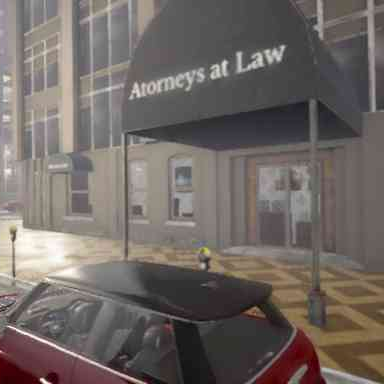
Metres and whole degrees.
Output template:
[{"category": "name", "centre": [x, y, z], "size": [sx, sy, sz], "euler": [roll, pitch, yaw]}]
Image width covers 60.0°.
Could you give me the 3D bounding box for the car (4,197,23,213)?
[{"category": "car", "centre": [-17.423, 1.235, 36.006], "size": [5.009, 1.841, 2.192], "euler": [-1, 0, -43]}]

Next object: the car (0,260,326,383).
[{"category": "car", "centre": [-0.897, 1.441, 3.377], "size": [4.097, 1.590, 1.967], "euler": [0, -1, 36]}]
